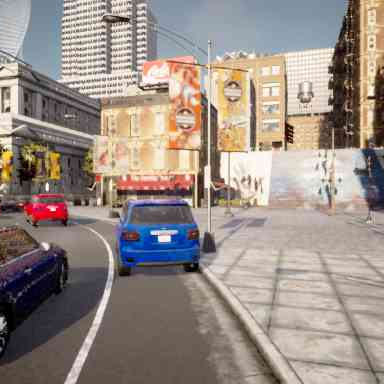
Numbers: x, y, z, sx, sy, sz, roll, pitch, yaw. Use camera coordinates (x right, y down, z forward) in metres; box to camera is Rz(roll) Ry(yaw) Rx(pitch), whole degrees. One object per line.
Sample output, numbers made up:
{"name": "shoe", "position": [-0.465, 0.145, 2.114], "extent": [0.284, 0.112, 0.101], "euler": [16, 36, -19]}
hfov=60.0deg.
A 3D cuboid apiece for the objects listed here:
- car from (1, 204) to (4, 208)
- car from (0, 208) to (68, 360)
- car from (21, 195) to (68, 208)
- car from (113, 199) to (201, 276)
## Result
{"name": "car", "position": [-22.814, 1.479, 36.262], "extent": [4.892, 1.490, 1.837], "euler": [0, 0, 37]}
{"name": "car", "position": [-3.721, 1.347, 5.834], "extent": [2.097, 1.767, 4.553], "euler": [0, 0, -7]}
{"name": "car", "position": [-10.319, 1.209, 23.408], "extent": [2.150, 2.045, 5.566], "euler": [0, 0, -33]}
{"name": "car", "position": [-1.297, 1.218, 10.621], "extent": [2.150, 2.045, 5.566], "euler": [0, 0, -14]}
